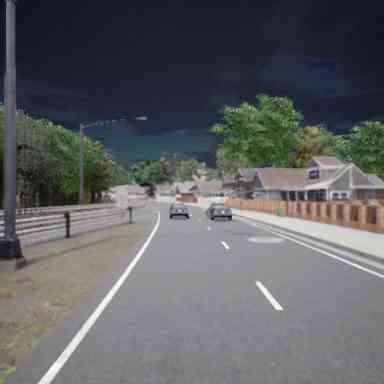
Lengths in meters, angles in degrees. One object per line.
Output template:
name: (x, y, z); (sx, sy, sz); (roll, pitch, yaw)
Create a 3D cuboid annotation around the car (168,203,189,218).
car: (-1.358, 1.825, 33.060); (2.033, 1.411, 5.357); (0, -1, -5)

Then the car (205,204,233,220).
car: (2.389, 1.778, 30.308); (2.033, 1.411, 5.357); (0, -1, -5)
